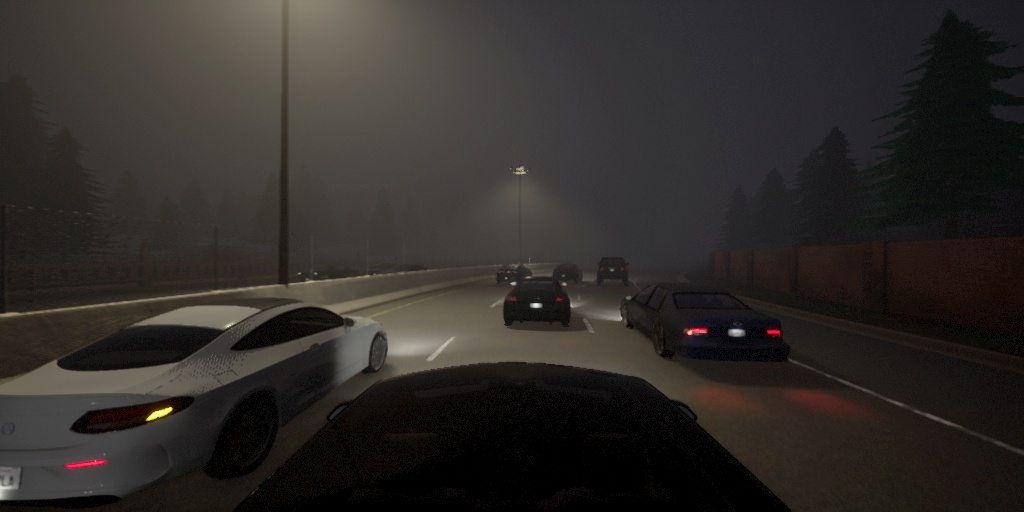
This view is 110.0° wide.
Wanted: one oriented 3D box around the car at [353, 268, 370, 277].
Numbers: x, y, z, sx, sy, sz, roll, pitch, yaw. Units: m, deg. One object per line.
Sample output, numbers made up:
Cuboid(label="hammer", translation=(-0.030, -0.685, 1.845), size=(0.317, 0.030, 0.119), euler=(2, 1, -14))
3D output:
Cuboid(label="car", translation=(-10.158, 1.270, 29.012), size=(1.837, 1.490, 4.892), euler=(0, 0, 16))

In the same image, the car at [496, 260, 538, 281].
Cuboid(label="car", translation=(0.238, 1.299, 26.583), size=(2.128, 1.511, 4.902), euler=(0, 0, 15))

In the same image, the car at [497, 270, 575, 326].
Cuboid(label="car", translation=(0.876, 1.341, 11.876), size=(1.994, 1.385, 4.181), euler=(0, 0, 6))

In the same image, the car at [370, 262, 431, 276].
Cuboid(label="car", translation=(-7.507, 1.247, 25.361), size=(1.882, 1.535, 5.008), euler=(0, 0, 14))

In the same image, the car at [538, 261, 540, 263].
Cuboid(label="car", translation=(3.298, 1.403, 65.104), size=(2.128, 1.511, 4.902), euler=(0, 0, 35))

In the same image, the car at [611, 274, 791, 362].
Cuboid(label="car", translation=(3.960, 1.331, 8.460), size=(2.033, 1.411, 5.357), euler=(0, 0, 5))

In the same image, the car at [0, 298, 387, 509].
Cuboid(label="car", translation=(-3.226, 1.267, 4.613), size=(1.812, 1.442, 4.674), euler=(0, 0, 2))

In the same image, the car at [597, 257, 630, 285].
Cuboid(label="car", translation=(7.625, 1.065, 27.079), size=(2.150, 2.045, 5.566), euler=(0, 0, 17))

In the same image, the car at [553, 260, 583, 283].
Cuboid(label="car", translation=(4.518, 1.310, 28.731), size=(1.882, 1.535, 5.008), euler=(0, 0, 17))

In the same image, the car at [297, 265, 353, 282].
Cuboid(label="car", translation=(-14.129, 1.345, 27.803), size=(1.895, 1.301, 4.718), euler=(0, 0, 15))
